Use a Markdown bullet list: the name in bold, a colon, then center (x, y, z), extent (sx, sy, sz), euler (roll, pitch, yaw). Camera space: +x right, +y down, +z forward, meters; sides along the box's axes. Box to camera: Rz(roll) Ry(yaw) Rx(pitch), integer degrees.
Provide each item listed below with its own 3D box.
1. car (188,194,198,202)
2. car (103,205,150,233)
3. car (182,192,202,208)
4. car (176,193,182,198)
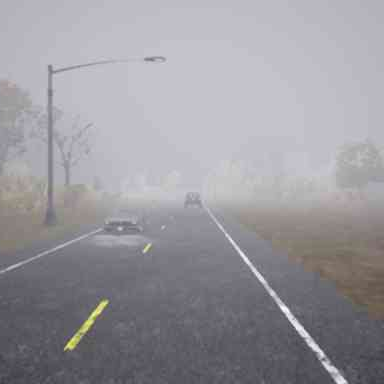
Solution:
- **car**: center (0.134, 1.114, 63.064), extent (1.882, 1.535, 5.008), euler (0, 0, 0)
- **car**: center (-3.590, 1.448, 19.267), extent (2.033, 1.411, 5.357), euler (0, 0, 0)
- **car**: center (0.125, 0.985, 43.513), extent (2.150, 2.045, 5.566), euler (0, 0, 0)
- **car**: center (-3.449, 0.957, 94.751), extent (1.994, 1.385, 4.181), euler (0, 0, 0)
